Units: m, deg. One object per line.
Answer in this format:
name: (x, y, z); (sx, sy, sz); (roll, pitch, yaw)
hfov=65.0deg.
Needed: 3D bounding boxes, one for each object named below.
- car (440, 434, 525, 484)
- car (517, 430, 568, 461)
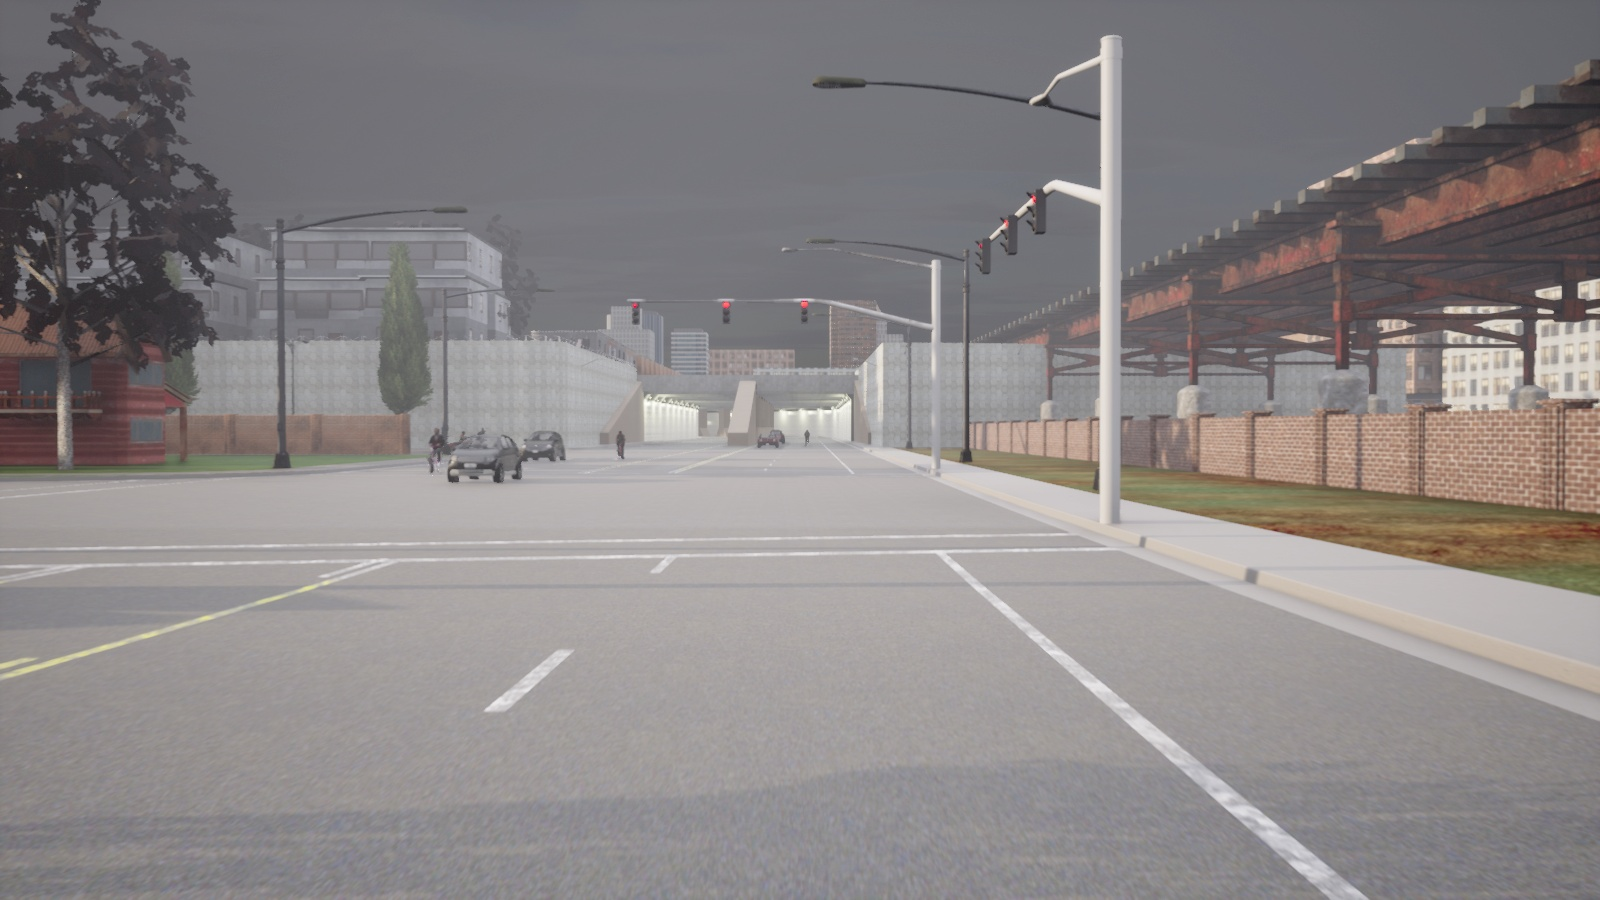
car: (-10.257, 0.257, 40.842); (1.789, 1.549, 3.705); (0, 1, 0)
car: (-13.611, -0.256, 66.458); (1.851, 1.617, 3.988); (0, 1, 0)
